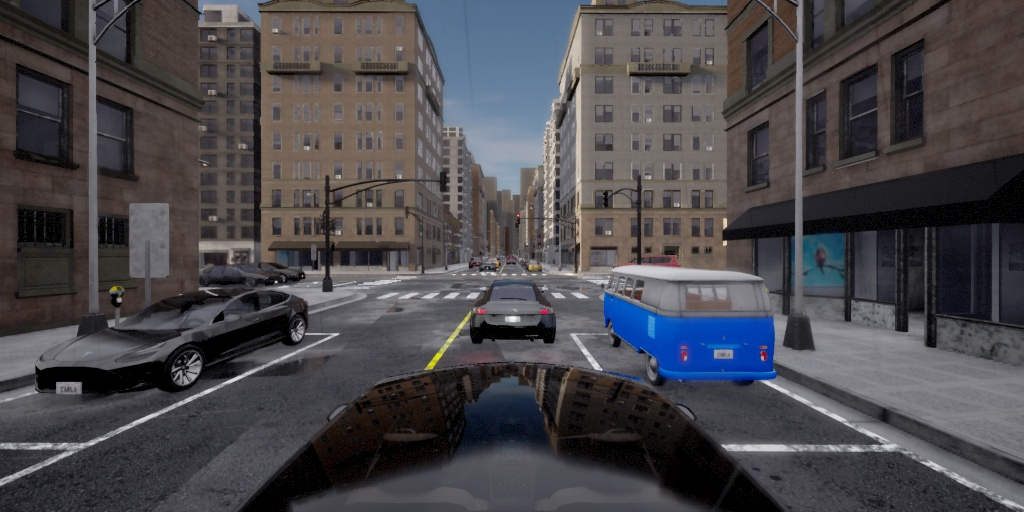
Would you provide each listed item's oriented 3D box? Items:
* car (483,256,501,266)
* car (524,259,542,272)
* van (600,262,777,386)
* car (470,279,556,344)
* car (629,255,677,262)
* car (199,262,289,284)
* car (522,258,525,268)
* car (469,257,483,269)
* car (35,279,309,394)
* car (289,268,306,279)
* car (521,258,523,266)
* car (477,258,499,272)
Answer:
[{"bbox_3d":[-3.106,1.213,56.805,1.882,1.535,5.008,0,0,0],"label":"car"},{"bbox_3d":[2.920,1.267,46.072,1.751,1.417,4.829,0,0,0],"label":"car"},{"bbox_3d":[2.883,1.090,6.712,1.690,1.789,3.998,0,0,0],"label":"van"},{"bbox_3d":[0.044,1.314,9.636,1.994,1.385,4.181,0,0,1],"label":"car"},{"bbox_3d":[11.109,0.965,30.004,5.566,2.045,2.150,0,0,0],"label":"car"},{"bbox_3d":[-17.894,1.281,23.145,5.357,1.411,2.033,0,0,0],"label":"car"},{"bbox_3d":[2.880,1.178,51.428,1.967,1.591,4.097,0,0,0],"label":"car"},{"bbox_3d":[-5.687,1.050,56.891,2.192,1.841,5.009,0,0,0],"label":"car"},{"bbox_3d":[-5.642,1.315,6.756,1.948,1.339,4.313,0,0,0],"label":"car"},{"bbox_3d":[-17.864,1.230,26.396,4.892,1.490,1.837,0,0,0],"label":"car"},{"bbox_3d":[2.838,1.286,56.954,2.007,1.370,4.403,0,0,0],"label":"car"},{"bbox_3d":[-3.036,1.305,45.866,1.994,1.385,4.181,0,0,-1],"label":"car"}]
